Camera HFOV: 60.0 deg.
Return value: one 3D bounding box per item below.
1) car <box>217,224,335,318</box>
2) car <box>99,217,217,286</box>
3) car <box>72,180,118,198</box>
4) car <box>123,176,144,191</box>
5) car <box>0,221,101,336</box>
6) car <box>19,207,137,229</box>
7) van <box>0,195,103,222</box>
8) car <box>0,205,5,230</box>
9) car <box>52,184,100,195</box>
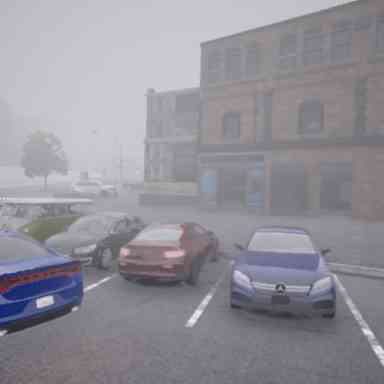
[{"bbox_3d":[2.031,1.515,7.650,2.002,1.452,4.674,1,-1,15],"label":"car"},{"bbox_3d":[-0.453,1.509,9.375,2.002,1.452,4.674,0,-1,14],"label":"car"},{"bbox_3d":[-11.713,-0.411,39.589,5.566,2.045,2.435,1,6,8],"label":"car"},{"bbox_3d":[-7.465,-1.019,47.564,4.892,1.521,2.231,1,6,8],"label":"car"},{"bbox_3d":[-4.164,1.466,6.232,5.008,1.535,1.882,-1,0,35],"label":"car"},{"bbox_3d":[-2.931,1.465,11.098,2.231,1.521,4.892,1,-1,14],"label":"car"},{"bbox_3d":[-5.456,1.232,12.681,1.878,1.987,4.442,1,-1,14],"label":"van"},{"bbox_3d":[-12.849,1.478,17.926,2.163,1.488,4.792,0,-1,13],"label":"car"},{"bbox_3d":[-13.158,0.165,36.969,4.674,1.452,2.002,1,6,8],"label":"car"}]
